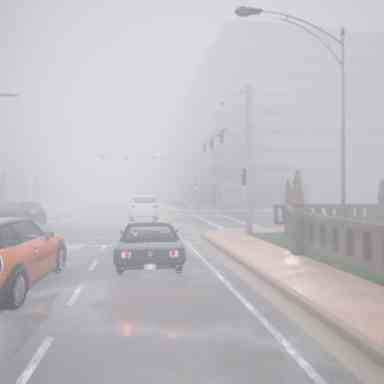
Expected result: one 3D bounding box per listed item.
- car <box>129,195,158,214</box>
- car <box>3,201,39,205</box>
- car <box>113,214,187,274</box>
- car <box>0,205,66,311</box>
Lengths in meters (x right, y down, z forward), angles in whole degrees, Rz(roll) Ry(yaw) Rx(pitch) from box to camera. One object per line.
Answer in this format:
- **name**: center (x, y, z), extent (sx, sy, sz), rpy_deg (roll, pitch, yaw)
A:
- **car**: center (-3.978, 1.252, 27.353), extent (2.150, 2.045, 5.566), rpy_deg (0, 0, -9)
- **car**: center (-12.313, 1.406, 23.287), extent (4.553, 1.767, 2.097), rpy_deg (0, 0, 32)
- **car**: center (-1.358, 1.602, 10.614), extent (1.895, 1.301, 4.718), rpy_deg (0, 0, -8)
- **car**: center (-4.514, 1.365, 7.830), extent (2.097, 1.767, 4.553), rpy_deg (0, 0, -7)
